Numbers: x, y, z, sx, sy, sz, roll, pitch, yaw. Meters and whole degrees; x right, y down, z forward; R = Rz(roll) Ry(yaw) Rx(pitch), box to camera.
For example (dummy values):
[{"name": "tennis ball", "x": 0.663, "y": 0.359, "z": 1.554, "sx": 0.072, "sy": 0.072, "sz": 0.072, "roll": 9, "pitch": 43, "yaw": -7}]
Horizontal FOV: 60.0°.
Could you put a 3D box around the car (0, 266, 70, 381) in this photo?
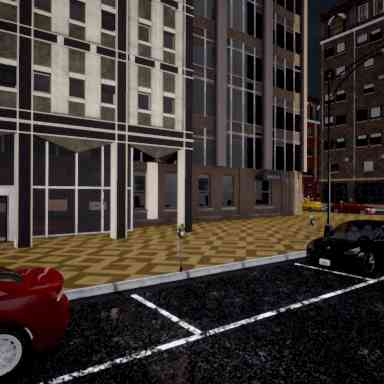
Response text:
[{"name": "car", "x": -3.808, "y": 1.545, "z": 3.837, "sx": 4.507, "sy": 1.381, "sz": 1.887, "roll": 0, "pitch": 0, "yaw": -36}]

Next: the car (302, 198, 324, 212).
[{"name": "car", "x": 12.271, "y": 1.467, "z": 36.600, "sx": 1.752, "sy": 1.417, "sz": 4.829, "roll": 0, "pitch": 0, "yaw": -36}]

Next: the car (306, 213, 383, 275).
[{"name": "car", "x": 5.441, "y": 1.567, "z": 10.462, "sx": 4.313, "sy": 1.339, "sz": 1.947, "roll": 0, "pitch": 0, "yaw": -36}]

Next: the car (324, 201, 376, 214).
[{"name": "car", "x": 15.480, "y": 1.535, "z": 32.142, "sx": 1.802, "sy": 1.307, "sz": 4.206, "roll": 0, "pitch": 0, "yaw": -36}]

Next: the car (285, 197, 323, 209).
[{"name": "car", "x": 15.563, "y": 1.500, "z": 46.369, "sx": 1.752, "sy": 1.417, "sz": 4.829, "roll": 0, "pitch": 0, "yaw": -36}]
